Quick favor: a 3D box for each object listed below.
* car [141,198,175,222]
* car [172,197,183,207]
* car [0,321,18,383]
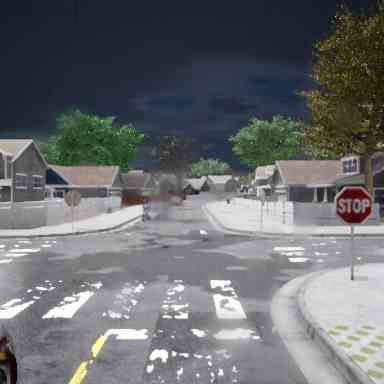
[{"bbox_3d":[-2.769,1.500,26.097,2.128,1.511,4.902,0,0,0],"label":"car"},{"bbox_3d":[-2.489,1.519,51.045,1.837,1.490,4.892,-1,0,4],"label":"car"},{"bbox_3d":[-2.751,1.564,1.667,1.994,1.385,4.181,0,0,0],"label":"car"}]
